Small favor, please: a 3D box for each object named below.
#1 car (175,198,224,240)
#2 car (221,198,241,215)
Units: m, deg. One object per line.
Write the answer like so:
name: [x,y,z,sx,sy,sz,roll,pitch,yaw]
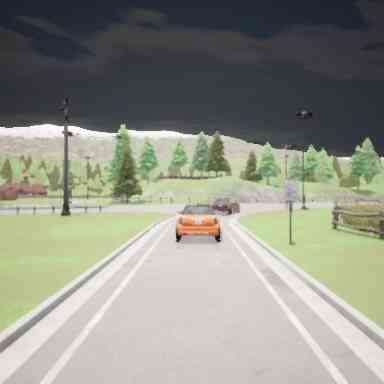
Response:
car: [0.306,1.364,17.068,2.097,1.767,4.553,0,0,1]
car: [3.676,1.385,35.027,2.097,1.767,4.553,0,0,22]
